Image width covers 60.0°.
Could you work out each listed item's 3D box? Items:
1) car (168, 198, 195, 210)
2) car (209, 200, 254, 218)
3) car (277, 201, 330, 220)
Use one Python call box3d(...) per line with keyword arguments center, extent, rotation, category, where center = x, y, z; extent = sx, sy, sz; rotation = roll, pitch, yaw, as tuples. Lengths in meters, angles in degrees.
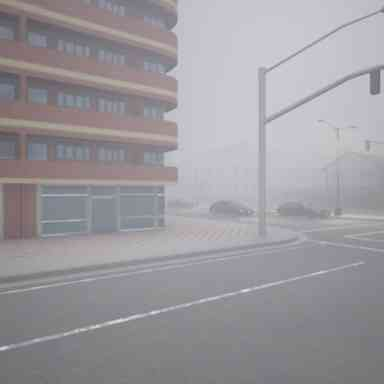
box3d(center=(-1.482, 1.515, 43.617), extent=(1.812, 1.442, 4.674), rotation=(0, 0, -35), category="car")
box3d(center=(3.512, 1.496, 30.166), extent=(1.837, 1.490, 4.892), rotation=(0, 0, -34), category="car")
box3d(center=(9.265, 1.516, 28.005), extent=(1.812, 1.442, 4.674), rotation=(0, 0, -35), category="car")
